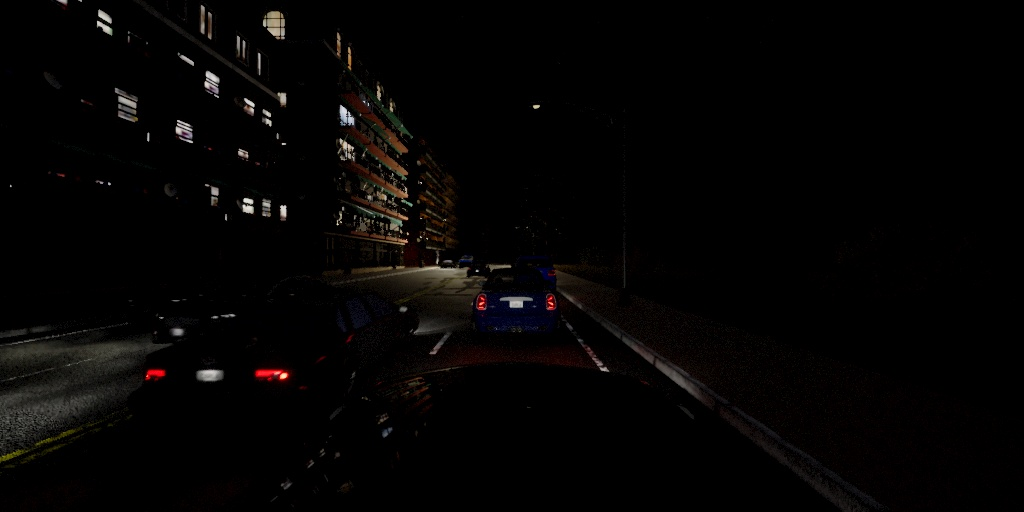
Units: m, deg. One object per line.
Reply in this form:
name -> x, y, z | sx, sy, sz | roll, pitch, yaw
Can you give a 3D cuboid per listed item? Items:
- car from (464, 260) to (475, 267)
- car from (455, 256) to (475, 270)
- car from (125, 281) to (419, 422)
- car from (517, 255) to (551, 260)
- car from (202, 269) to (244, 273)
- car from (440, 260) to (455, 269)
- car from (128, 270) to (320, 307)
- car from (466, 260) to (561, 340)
car -> -3.149, 1.317, 34.535 | 1.994, 1.385, 4.181 | 0, 0, 0
car -> -6.592, 0.972, 52.856 | 2.150, 2.045, 5.566 | 0, 0, 0
car -> -3.154, 1.298, 6.254 | 2.033, 1.411, 5.357 | 0, 0, 0
car -> 1.137, 0.977, 19.747 | 2.150, 2.045, 5.566 | 0, 0, 0
car -> -9.850, 1.229, 12.141 | 1.882, 1.535, 5.008 | 0, 0, 0
car -> -9.836, 1.315, 55.314 | 1.994, 1.385, 4.181 | 0, 0, 0
car -> -6.601, 1.243, 9.535 | 2.128, 1.511, 4.902 | 0, 0, 0
car -> 0.098, 1.103, 10.172 | 2.097, 1.767, 4.553 | 0, 0, 0
